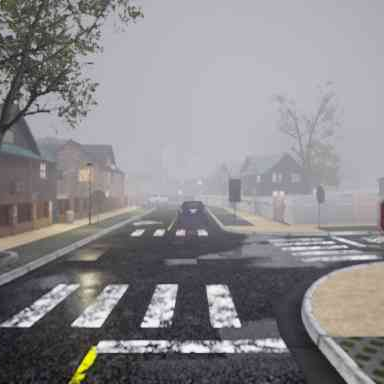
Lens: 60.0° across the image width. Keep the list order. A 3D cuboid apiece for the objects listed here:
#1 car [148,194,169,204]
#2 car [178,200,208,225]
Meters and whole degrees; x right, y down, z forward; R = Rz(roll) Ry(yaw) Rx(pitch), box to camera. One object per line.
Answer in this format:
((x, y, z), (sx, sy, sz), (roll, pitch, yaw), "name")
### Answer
((-6.700, 1.382, 65.417), (2.150, 2.045, 5.566), (0, -1, -34), "car")
((0.069, 1.350, 24.377), (2.097, 1.767, 4.553), (0, 0, 0), "car")
